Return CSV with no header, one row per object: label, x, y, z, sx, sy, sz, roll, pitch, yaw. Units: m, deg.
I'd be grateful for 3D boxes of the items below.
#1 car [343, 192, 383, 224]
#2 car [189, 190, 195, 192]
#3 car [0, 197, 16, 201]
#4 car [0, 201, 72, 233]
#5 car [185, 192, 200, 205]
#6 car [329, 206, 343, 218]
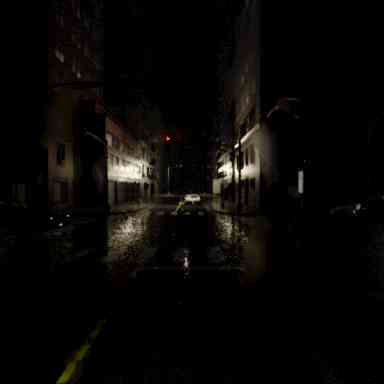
car,13.119,0.911,21.229,5.566,2.045,2.150,0,1,1
car,-0.017,0.377,76.810,1.812,1.442,4.674,0,1,0
car,-14.607,1.078,24.082,4.097,1.590,1.967,0,1,1
car,-8.837,1.347,17.454,4.718,1.301,1.895,0,1,12
car,0.109,0.967,43.379,1.895,1.301,4.718,0,1,0
car,12.417,1.172,23.808,4.829,1.417,1.752,0,1,1
